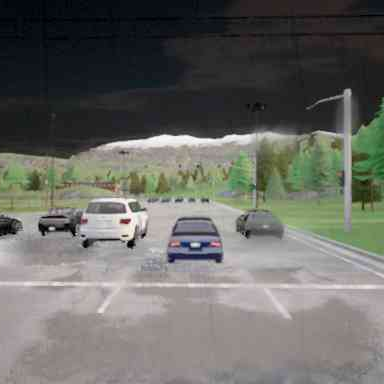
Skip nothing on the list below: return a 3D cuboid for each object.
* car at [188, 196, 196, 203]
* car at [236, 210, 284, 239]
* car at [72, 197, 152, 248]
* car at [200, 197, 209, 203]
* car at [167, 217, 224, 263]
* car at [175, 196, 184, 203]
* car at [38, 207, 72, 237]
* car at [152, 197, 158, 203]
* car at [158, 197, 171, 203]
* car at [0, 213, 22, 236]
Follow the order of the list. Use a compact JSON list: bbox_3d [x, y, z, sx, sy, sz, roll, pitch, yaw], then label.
[{"bbox_3d":[-0.018,2.032,86.435,1.812,1.442,4.674,0,0,0],"label":"car"},{"bbox_3d":[3.595,1.672,18.217,1.994,1.385,4.181,0,0,0],"label":"car"},{"bbox_3d":[-3.402,1.314,15.447,2.150,2.045,5.566,0,0,0],"label":"car"},{"bbox_3d":[3.482,1.986,86.384,1.882,1.535,5.008,0,0,0],"label":"car"},{"bbox_3d":[0.098,1.621,12.303,2.033,1.411,5.357,0,0,0],"label":"car"},{"bbox_3d":[-3.518,2.103,86.492,1.895,1.301,4.718,0,0,0],"label":"car"},{"bbox_3d":[-6.903,1.602,18.836,2.128,1.511,4.902,0,0,0],"label":"car"},{"bbox_3d":[-10.518,2.062,86.891,1.994,1.385,4.181,0,0,0],"label":"car"},{"bbox_3d":[-7.018,2.046,86.261,2.033,1.411,5.357,0,0,0],"label":"car"},{"bbox_3d":[-10.403,1.662,16.761,1.994,1.385,4.181,0,0,0],"label":"car"}]
